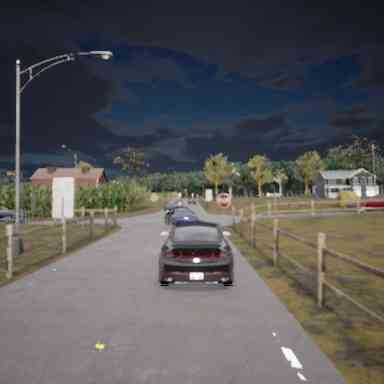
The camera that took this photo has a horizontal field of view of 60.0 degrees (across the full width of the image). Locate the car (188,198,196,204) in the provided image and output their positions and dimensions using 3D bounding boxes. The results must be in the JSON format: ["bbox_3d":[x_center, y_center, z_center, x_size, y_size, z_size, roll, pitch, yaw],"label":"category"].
[{"bbox_3d":[0.046,2.241,77.900,1.994,1.385,4.181,0,0,0],"label":"car"}]

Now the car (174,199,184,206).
[{"bbox_3d":[-2.710,2.233,71.096,1.895,1.301,4.718,0,0,0],"label":"car"}]

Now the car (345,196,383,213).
[{"bbox_3d":[17.852,1.197,33.100,5.008,1.535,1.882,-2,-3,0],"label":"car"}]

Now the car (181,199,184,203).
[{"bbox_3d":[-2.773,2.145,60.090,1.895,1.301,4.718,0,-1,1],"label":"car"}]

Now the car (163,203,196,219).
[{"bbox_3d":[-0.928,1.812,25.052,1.994,1.385,4.181,0,0,-15],"label":"car"}]

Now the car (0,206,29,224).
[{"bbox_3d":[-17.317,2.005,30.144,4.553,1.767,2.097,-1,-3,0],"label":"car"}]

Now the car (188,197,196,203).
[{"bbox_3d":[0.055,2.155,87.914,2.033,1.411,5.357,0,0,0],"label":"car"}]

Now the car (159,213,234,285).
[{"bbox_3d":[0.104,1.610,9.785,1.837,1.490,4.892,0,0,0],"label":"car"}]

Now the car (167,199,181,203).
[{"bbox_3d":[-2.823,1.992,46.255,1.994,1.385,4.181,0,0,-2],"label":"car"}]
